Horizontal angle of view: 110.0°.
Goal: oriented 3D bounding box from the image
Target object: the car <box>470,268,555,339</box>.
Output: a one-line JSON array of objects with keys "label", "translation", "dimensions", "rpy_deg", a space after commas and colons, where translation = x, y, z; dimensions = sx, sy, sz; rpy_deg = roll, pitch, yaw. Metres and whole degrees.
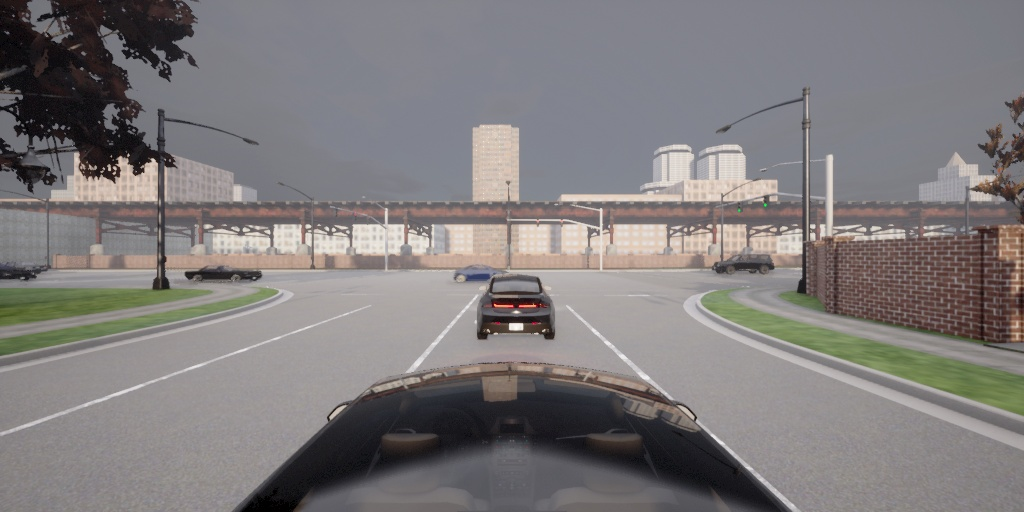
[{"label": "car", "translation": [0.093, 1.255, 10.028], "dimensions": [1.837, 1.490, 4.892], "rpy_deg": [0, 0, 0]}]

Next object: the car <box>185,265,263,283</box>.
[{"label": "car", "translation": [-21.695, 1.348, 27.161], "dimensions": [4.718, 1.301, 1.895], "rpy_deg": [0, 0, 2]}]

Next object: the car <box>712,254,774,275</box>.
[{"label": "car", "translation": [23.556, 0.831, 36.631], "dimensions": [5.566, 2.045, 2.150], "rpy_deg": [-1, 0, 3]}]

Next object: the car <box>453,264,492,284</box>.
[{"label": "car", "translation": [-2.243, 1.297, 26.636], "dimensions": [4.181, 1.385, 1.994], "rpy_deg": [0, 0, 2]}]

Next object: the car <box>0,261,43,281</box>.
[{"label": "car", "translation": [-40.454, 1.308, 27.760], "dimensions": [5.357, 1.411, 2.033], "rpy_deg": [0, 0, 2]}]
